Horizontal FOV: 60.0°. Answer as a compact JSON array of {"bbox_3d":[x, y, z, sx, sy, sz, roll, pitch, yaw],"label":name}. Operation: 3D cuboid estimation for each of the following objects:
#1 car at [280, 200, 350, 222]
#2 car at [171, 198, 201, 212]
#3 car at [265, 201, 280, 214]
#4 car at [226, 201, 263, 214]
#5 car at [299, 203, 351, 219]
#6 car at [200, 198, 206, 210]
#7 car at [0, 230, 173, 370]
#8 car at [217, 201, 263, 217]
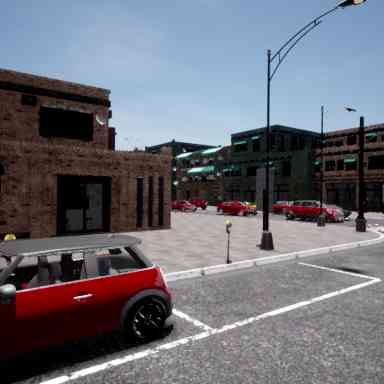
[{"bbox_3d":[9.897,1.479,27.001,2.097,1.767,4.553,1,-1,-35],"label":"car"},{"bbox_3d":[-1.255,1.839,43.018,1.812,1.442,4.674,1,-1,-35],"label":"car"},{"bbox_3d":[9.799,1.739,37.235,1.967,1.590,4.097,0,-1,-35],"label":"car"},{"bbox_3d":[6.537,1.878,41.930,1.752,1.417,4.829,0,-1,-35],"label":"car"},{"bbox_3d":[12.964,1.811,32.676,1.947,1.339,4.313,0,-1,-35],"label":"car"},{"bbox_3d":[0.305,1.772,50.907,2.192,1.841,5.009,0,-1,-35],"label":"car"},{"bbox_3d":[-2.388,1.440,4.841,4.097,1.590,1.967,0,1,-35],"label":"car"},{"bbox_3d":[4.638,1.692,34.524,1.882,1.535,5.008,1,-1,-35],"label":"car"}]
